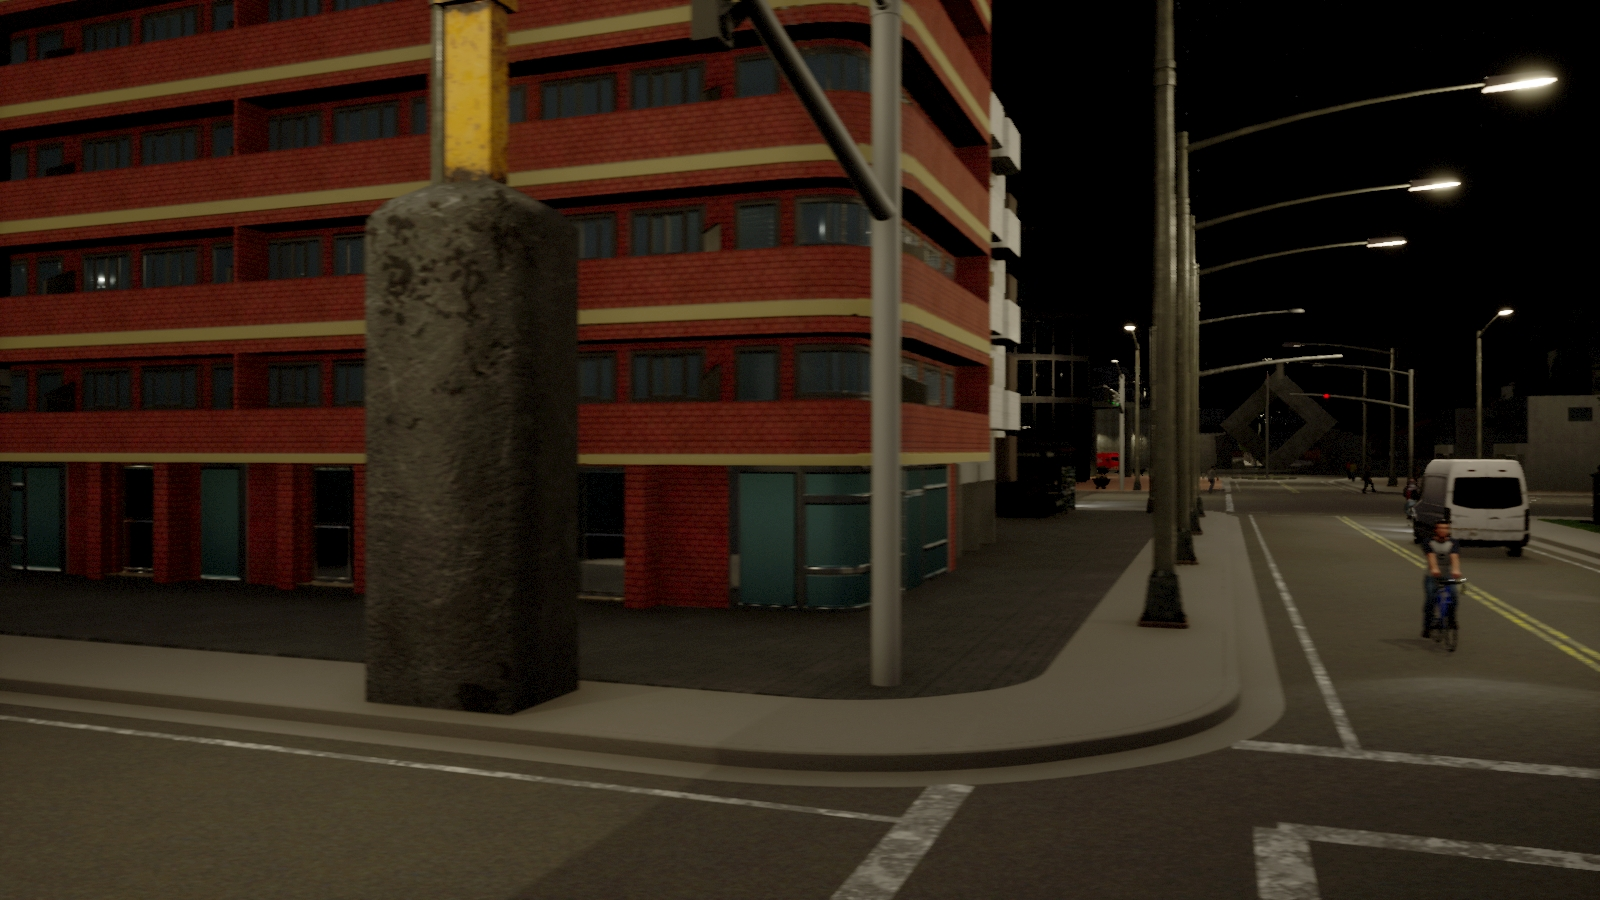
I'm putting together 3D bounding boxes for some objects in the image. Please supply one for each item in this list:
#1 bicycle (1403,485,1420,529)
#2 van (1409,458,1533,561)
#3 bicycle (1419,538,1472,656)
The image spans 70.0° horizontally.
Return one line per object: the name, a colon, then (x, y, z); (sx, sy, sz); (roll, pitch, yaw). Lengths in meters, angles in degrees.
bicycle: (22.125, 2.050, 41.347); (0.329, 1.496, 1.835); (0, 0, 21)
van: (18.666, 1.537, 32.053); (1.988, 2.561, 5.915); (0, 0, 20)
bicycle: (9.143, 2.043, 16.221); (0.373, 1.521, 1.643); (0, -2, 20)
